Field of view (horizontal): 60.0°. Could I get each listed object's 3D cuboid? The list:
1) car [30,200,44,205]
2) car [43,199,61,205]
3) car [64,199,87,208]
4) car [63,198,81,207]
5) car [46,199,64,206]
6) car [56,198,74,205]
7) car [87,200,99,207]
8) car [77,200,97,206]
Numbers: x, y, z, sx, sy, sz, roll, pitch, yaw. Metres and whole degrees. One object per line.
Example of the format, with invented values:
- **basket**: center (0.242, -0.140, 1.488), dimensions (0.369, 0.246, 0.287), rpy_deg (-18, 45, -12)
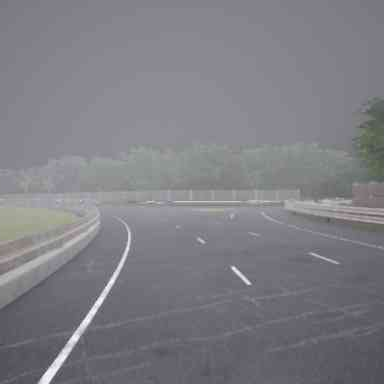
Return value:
- **car**: center (-36.407, 2.465, 78.329), dimensions (4.181, 1.385, 1.994), rpy_deg (-1, -1, 38)
- **car**: center (-34.148, 2.421, 81.002), dimensions (4.892, 1.490, 1.837), rpy_deg (-1, -1, 38)
- **car**: center (-22.366, 2.348, 63.842), dimensions (1.994, 1.385, 4.181), rpy_deg (0, -1, -40)
- **car**: center (-26.801, 2.281, 74.147), dimensions (4.553, 1.767, 2.097), rpy_deg (-1, -1, 44)
- **car**: center (-28.902, 2.382, 71.281), dimensions (5.008, 1.535, 1.882), rpy_deg (-1, -1, 44)
- **car**: center (-31.888, 2.407, 83.675), dimensions (5.008, 1.535, 1.882), rpy_deg (-1, -1, 38)
- **car**: center (-20.270, 2.355, 66.818), dimensions (1.994, 1.385, 4.181), rpy_deg (0, -1, -40)
- **car**: center (-24.224, 2.467, 76.581), dimensions (5.357, 1.411, 2.033), rpy_deg (-1, -1, 44)
